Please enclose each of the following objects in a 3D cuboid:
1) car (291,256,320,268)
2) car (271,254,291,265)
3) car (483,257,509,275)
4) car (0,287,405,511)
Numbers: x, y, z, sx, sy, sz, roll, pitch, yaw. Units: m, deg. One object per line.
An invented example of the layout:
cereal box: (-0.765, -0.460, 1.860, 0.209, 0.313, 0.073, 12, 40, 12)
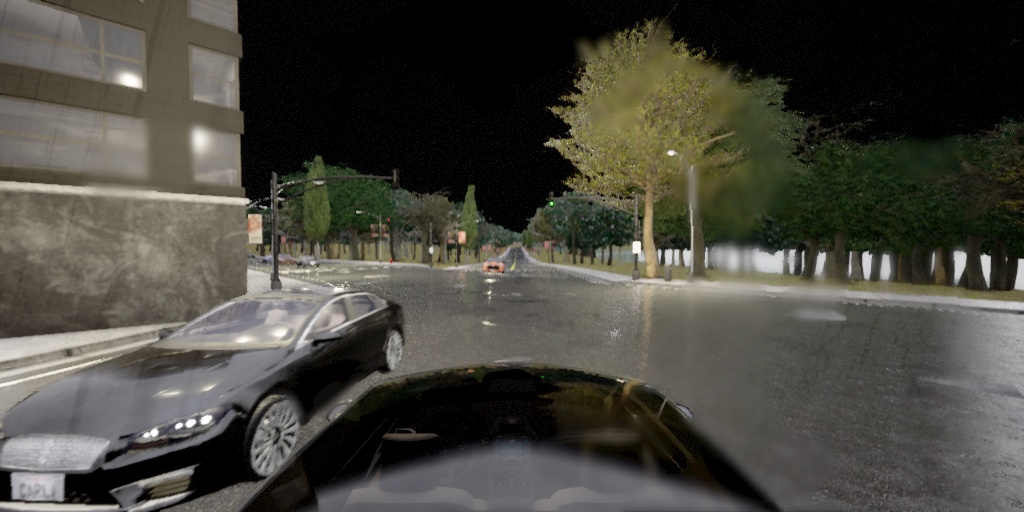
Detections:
car: (-26.090, 0.717, 45.753, 2.128, 1.511, 4.902, -2, 2, -43)
car: (-34.361, 0.465, 54.294, 2.097, 1.767, 4.553, -2, 2, -44)
car: (-1.776, 0.913, 37.104, 2.097, 1.767, 4.553, 5, -2, 1)
car: (-2.956, 1.219, 4.767, 2.128, 1.511, 4.902, 0, 0, 3)
